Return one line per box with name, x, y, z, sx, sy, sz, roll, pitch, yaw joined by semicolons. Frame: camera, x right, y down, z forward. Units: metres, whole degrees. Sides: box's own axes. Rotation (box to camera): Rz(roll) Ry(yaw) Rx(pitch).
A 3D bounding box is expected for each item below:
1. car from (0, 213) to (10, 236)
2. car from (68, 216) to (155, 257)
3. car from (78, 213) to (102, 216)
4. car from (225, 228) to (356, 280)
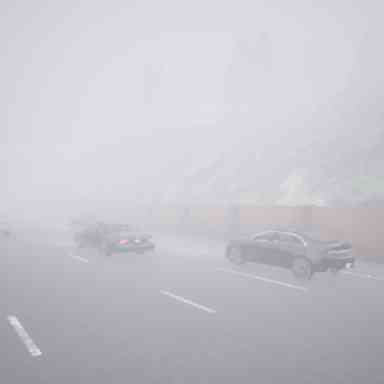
car;-13.050;2.033;21.505;1.812;1.442;4.674;3;-3;-39
car;-3.766;2.068;15.430;2.033;1.411;5.357;3;-3;-38
car;-8.257;2.391;26.735;2.033;1.411;5.357;3;-3;-38
car;3.302;2.076;12.132;2.128;1.511;4.902;3;-3;-38
